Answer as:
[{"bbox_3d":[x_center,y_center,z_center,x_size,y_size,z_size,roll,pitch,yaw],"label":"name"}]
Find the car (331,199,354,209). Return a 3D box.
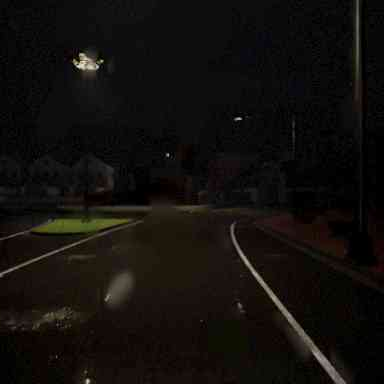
[{"bbox_3d":[21.221,1.635,46.106,4.674,1.442,1.812,0,0,-34],"label":"car"}]
